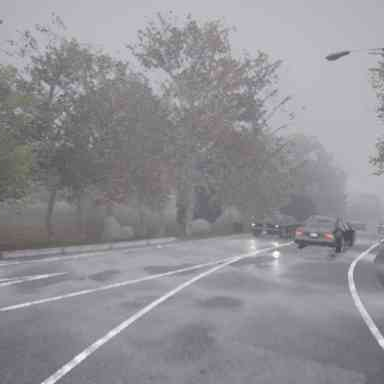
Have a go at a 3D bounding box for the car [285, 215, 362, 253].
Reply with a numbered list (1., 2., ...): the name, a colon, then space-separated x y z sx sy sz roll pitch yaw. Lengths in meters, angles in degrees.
1. car: 6.374 1.917 15.671 2.033 1.411 5.357 1 -2 34

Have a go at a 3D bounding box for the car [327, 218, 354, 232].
1. car: 16.504 3.658 36.933 1.994 1.385 4.181 1 -5 35

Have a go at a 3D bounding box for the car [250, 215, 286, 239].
1. car: 5.411 2.115 20.842 1.895 1.301 4.718 1 -3 35

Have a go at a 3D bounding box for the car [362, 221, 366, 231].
1. car: 22.705 4.615 45.956 1.882 1.535 5.008 1 -5 35

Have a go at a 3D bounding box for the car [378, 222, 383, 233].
1. car: 25.849 4.698 44.085 2.128 1.511 4.902 1 -5 35

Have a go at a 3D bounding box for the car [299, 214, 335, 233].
1. car: 10.968 2.721 28.902 1.812 1.442 4.674 1 -4 34
